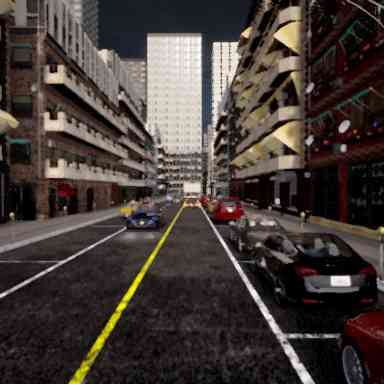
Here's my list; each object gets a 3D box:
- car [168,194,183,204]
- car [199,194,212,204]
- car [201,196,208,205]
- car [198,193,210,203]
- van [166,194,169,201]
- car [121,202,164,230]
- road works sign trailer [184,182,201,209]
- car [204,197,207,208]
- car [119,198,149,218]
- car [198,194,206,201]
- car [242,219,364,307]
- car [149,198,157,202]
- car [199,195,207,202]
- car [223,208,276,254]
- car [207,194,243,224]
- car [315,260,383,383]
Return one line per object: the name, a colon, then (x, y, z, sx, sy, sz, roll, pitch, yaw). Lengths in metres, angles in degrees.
car: (-2.772, 1.344, 62.934, 2.097, 1.767, 4.553, 0, 0, 0)
car: (2.552, 1.307, 63.291, 2.192, 1.841, 5.009, -1, 0, 0)
car: (2.555, 1.578, 46.644, 1.802, 1.307, 4.206, -1, 0, 0)
car: (2.552, 1.308, 57.742, 2.192, 1.841, 5.009, -1, 0, 0)
van: (-5.329, 1.328, 79.918, 1.690, 1.788, 3.998, -1, 0, 0)
car: (-2.850, 1.562, 20.905, 1.994, 1.385, 4.181, 0, 0, 0)
road works sign trailer: (0.029, 0.460, 45.894, 2.380, 3.560, 2.880, 0, 0, -1)
car: (2.555, 1.523, 35.716, 1.752, 1.417, 4.829, -1, 0, 0)
car: (-5.325, 1.523, 29.806, 1.752, 1.417, 4.829, -1, 0, 0)
car: (2.553, 1.426, 85.487, 1.967, 1.590, 4.097, -1, 0, 0)
car: (2.556, 1.566, 7.801, 1.947, 1.339, 4.313, -1, 0, 0)
car: (-5.326, 1.436, 41.074, 1.967, 1.590, 4.097, -1, 0, 0)
car: (2.554, 1.513, 80.108, 1.752, 1.417, 4.829, -1, 0, 0)
car: (2.556, 1.550, 13.350, 2.008, 1.369, 4.403, -1, 0, 0)
car: (2.553, 1.314, 24.448, 2.192, 1.841, 5.009, -1, 0, 0)
car: (2.556, 1.582, 2.252, 1.802, 1.307, 4.206, -1, 0, 0)
